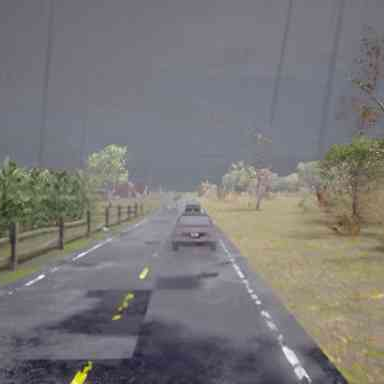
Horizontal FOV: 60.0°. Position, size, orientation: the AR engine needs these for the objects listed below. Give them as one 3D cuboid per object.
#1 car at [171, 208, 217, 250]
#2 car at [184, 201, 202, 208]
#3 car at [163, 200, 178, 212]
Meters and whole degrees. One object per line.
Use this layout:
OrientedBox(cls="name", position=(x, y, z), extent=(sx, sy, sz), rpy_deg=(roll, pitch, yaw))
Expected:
OrientedBox(cls="car", position=(0.101, 1.672, 14.917), extent=(2.033, 1.411, 5.357), rpy_deg=(0, 0, 0))
OrientedBox(cls="car", position=(0.078, 1.816, 39.715), extent=(1.837, 1.490, 4.892), rpy_deg=(0, 0, 0))
OrientedBox(cls="car", position=(-2.784, 1.836, 43.776), extent=(2.128, 1.511, 4.902), rpy_deg=(0, 0, 0))
